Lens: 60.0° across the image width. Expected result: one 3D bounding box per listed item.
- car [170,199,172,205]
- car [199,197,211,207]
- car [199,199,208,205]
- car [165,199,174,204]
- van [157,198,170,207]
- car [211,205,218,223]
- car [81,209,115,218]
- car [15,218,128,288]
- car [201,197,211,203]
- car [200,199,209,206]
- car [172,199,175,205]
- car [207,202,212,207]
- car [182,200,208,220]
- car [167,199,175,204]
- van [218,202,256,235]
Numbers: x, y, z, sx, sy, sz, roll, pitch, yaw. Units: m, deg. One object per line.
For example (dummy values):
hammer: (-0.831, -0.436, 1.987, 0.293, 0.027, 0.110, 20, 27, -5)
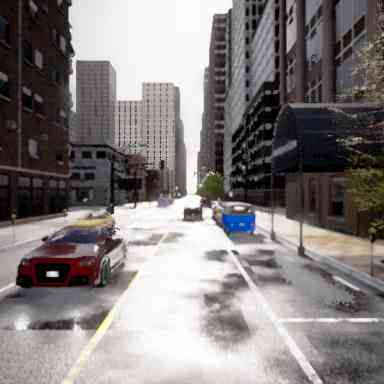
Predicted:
car: (-5.692, 2.160, 68.990, 1.967, 1.590, 4.097, 0, -1, 0)
car: (2.687, 2.035, 68.994, 2.192, 1.841, 5.009, 0, -1, 0)
car: (2.688, 2.415, 80.039, 1.947, 1.339, 4.313, 0, -1, 0)
car: (-5.692, 2.466, 85.559, 2.008, 1.369, 4.403, 0, -1, 0)
van: (-5.692, 1.998, 63.468, 1.690, 1.788, 3.998, 0, -1, 0)
car: (2.689, 1.770, 25.590, 1.752, 1.417, 4.829, 0, -1, 0)
car: (-5.691, 1.712, 19.586, 1.752, 1.417, 4.829, 0, -1, 0)
car: (-3.098, 1.654, 9.373, 1.994, 1.385, 4.181, 0, -1, 0)
car: (2.687, 1.972, 63.470, 2.192, 1.841, 5.009, 0, -1, 0)
car: (2.688, 2.329, 74.515, 1.887, 1.381, 4.507, 0, -1, 0)
car: (-5.692, 2.289, 80.038, 1.967, 1.590, 4.097, 0, -1, 0)
car: (2.689, 1.883, 31.082, 1.802, 1.307, 4.206, 0, -1, 0)
car: (0.121, 1.802, 32.026, 2.128, 1.511, 4.902, 0, -1, 1)
car: (-5.692, 2.533, 91.084, 2.008, 1.369, 4.403, 0, -1, 0)
van: (2.689, 1.529, 19.757, 1.690, 1.788, 3.998, 0, -1, 0)
